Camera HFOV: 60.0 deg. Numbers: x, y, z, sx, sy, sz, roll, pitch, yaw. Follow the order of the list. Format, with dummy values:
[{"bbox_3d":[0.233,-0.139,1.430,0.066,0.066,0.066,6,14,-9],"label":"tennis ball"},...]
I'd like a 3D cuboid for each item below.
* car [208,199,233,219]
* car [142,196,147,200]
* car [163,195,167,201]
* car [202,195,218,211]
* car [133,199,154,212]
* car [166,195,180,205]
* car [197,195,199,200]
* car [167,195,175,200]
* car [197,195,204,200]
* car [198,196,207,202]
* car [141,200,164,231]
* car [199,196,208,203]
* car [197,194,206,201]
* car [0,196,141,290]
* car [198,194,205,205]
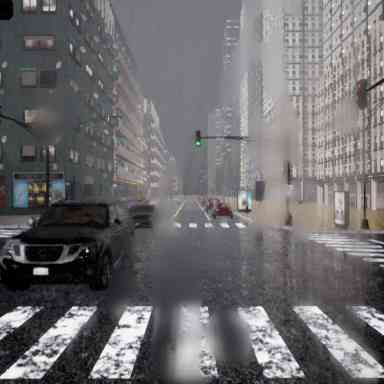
[{"bbox_3d":[2.611,1.592,29.138,1.802,1.307,4.206,0,0,0],"label":"car"},{"bbox_3d":[-5.784,1.328,34.642,2.192,1.841,5.009,0,0,0],"label":"car"},{"bbox_3d":[-5.917,1.493,78.862,1.967,1.590,4.097,0,0,0],"label":"car"},{"bbox_3d":[2.579,1.457,40.194,1.967,1.590,4.097,0,0,0],"label":"car"},{"bbox_3d":[-5.803,1.561,40.170,1.887,1.381,4.507,0,0,0],"label":"car"},{"bbox_3d":[-3.183,1.531,61.483,1.895,1.301,4.718,0,0,0],"label":"car"},{"bbox_3d":[2.496,1.591,67.831,2.008,1.369,4.403,0,0,0],"label":"car"},{"bbox_3d":[-5.968,1.642,95.445,1.947,1.339,4.313,0,0,0],"label":"car"},{"bbox_3d":[2.413,1.658,95.469,1.802,1.307,4.206,0,0,0],"label":"car"},{"bbox_3d":[2.462,1.635,78.886,1.802,1.307,4.206,0,0,0],"label":"car"},{"bbox_3d":[-3.062,1.494,21.033,1.882,1.535,5.008,0,0,0],"label":"car"},{"bbox_3d":[2.479,1.592,73.359,1.887,1.381,4.507,0,0,0],"label":"car"},{"bbox_3d":[2.448,1.375,84.414,2.192,1.841,5.009,0,0,0],"label":"car"},{"bbox_3d":[-3.028,1.230,9.409,2.150,2.045,5.566,0,0,0],"label":"car"},{"bbox_3d":[2.529,1.469,56.776,1.967,1.590,4.097,0,0,0],"label":"car"}]
